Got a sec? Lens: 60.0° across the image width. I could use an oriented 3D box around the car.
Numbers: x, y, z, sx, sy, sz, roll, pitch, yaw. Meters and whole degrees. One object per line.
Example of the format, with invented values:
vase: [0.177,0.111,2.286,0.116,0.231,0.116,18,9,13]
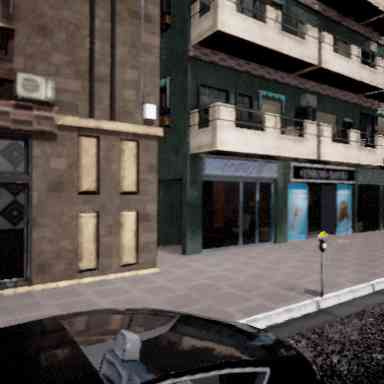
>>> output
car: [-1.041,1.541,1.727,4.313,1.339,1.947,0,1,-34]
